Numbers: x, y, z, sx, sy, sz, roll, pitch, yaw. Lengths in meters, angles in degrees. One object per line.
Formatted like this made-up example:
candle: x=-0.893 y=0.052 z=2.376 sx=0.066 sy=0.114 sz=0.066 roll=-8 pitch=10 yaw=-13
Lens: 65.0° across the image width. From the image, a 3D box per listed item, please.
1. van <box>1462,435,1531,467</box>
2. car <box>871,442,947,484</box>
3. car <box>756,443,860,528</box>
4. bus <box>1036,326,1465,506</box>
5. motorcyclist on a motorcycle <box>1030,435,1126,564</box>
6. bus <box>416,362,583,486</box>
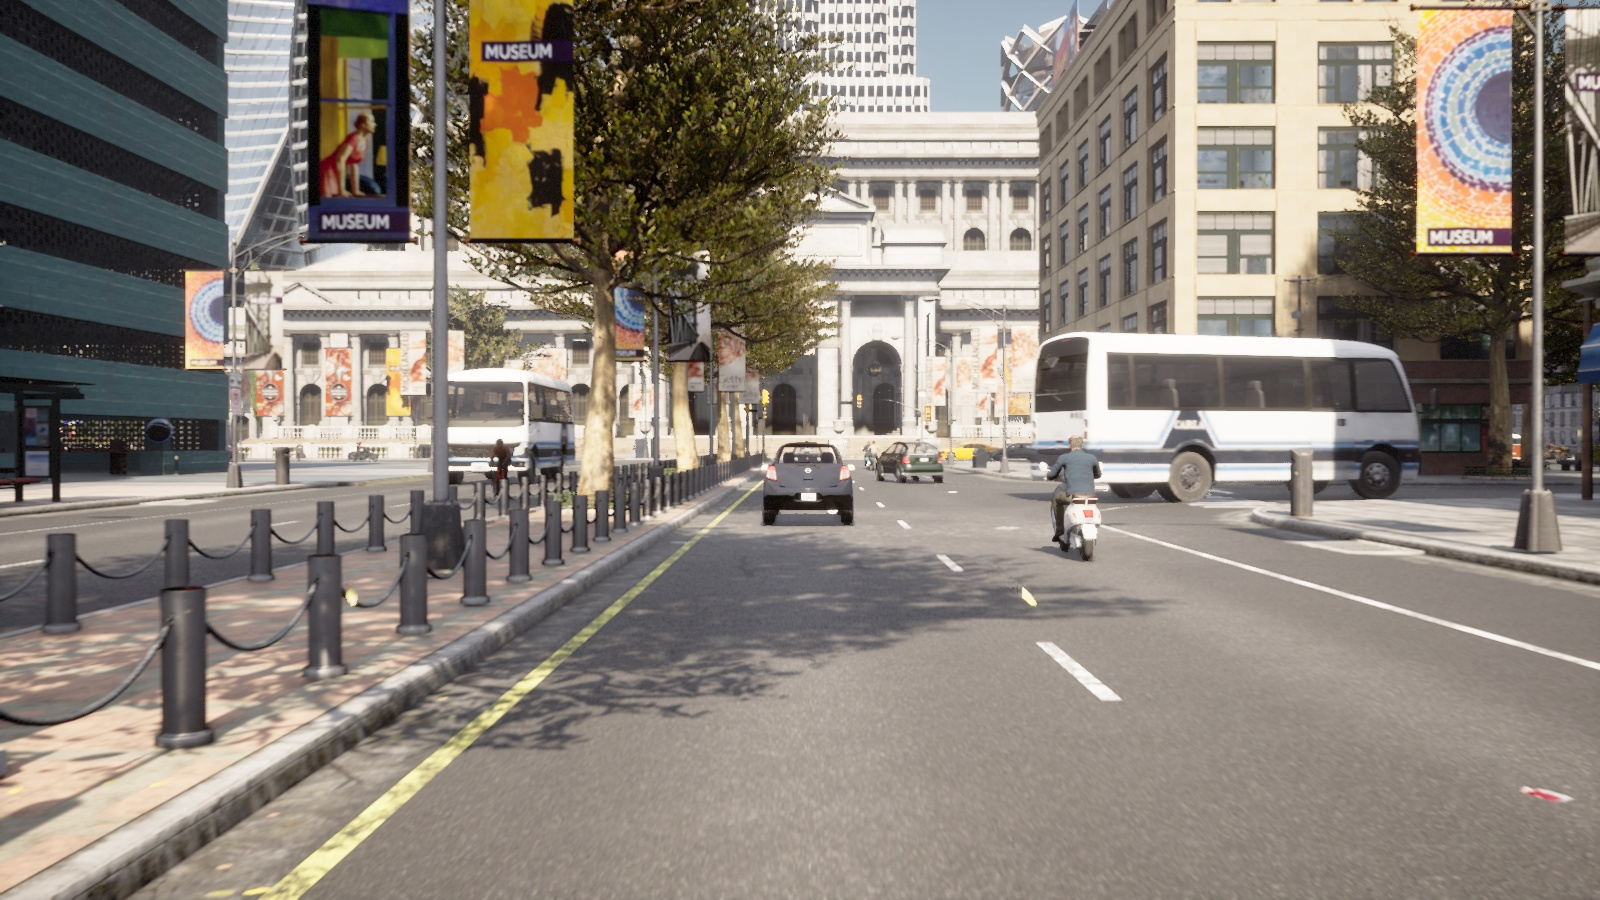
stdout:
van: x=45.429 y=0.042 z=82.055 sx=2.069 sy=2.038 sz=4.480 roll=0 pitch=0 yaw=1
car: x=4.093 y=0.460 z=47.584 sx=1.789 sy=1.549 sz=3.705 roll=0 pitch=0 yaw=-14
car: x=0.152 y=0.624 z=24.131 sx=1.845 sy=1.501 sz=3.633 roll=0 pitch=0 yaw=0
bus: x=11.768 y=-0.807 z=33.010 sx=10.273 sy=4.253 sz=3.944 roll=0 pitch=0 yaw=-17
motorcyclist on a motorcycle: x=3.609 y=0.610 z=16.470 sx=0.866 sy=1.590 sz=1.817 roll=0 pitch=0 yaw=0
bus: x=-11.214 y=-0.912 z=48.292 sx=3.944 sy=4.253 sz=10.273 roll=0 pitch=0 yaw=0
